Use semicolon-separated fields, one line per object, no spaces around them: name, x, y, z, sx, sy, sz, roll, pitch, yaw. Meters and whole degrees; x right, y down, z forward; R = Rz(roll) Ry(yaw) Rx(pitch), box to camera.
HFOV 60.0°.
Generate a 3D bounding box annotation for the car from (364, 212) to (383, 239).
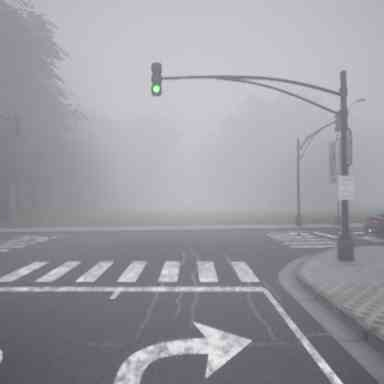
car;10.542;1.483;15.200;4.892;1.490;1.837;-1;-2;0
